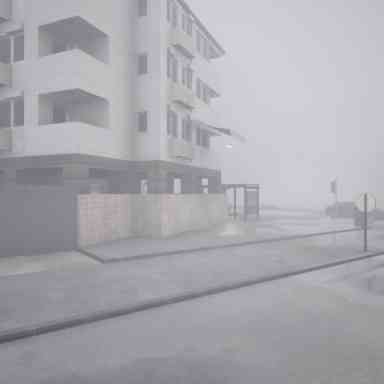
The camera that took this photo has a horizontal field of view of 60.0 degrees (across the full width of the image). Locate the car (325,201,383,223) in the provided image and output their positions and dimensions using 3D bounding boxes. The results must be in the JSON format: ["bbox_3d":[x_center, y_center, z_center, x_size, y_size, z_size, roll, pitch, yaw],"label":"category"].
[{"bbox_3d":[13.045,1.478,26.168,1.882,1.535,5.008,0,0,-36],"label":"car"}]
